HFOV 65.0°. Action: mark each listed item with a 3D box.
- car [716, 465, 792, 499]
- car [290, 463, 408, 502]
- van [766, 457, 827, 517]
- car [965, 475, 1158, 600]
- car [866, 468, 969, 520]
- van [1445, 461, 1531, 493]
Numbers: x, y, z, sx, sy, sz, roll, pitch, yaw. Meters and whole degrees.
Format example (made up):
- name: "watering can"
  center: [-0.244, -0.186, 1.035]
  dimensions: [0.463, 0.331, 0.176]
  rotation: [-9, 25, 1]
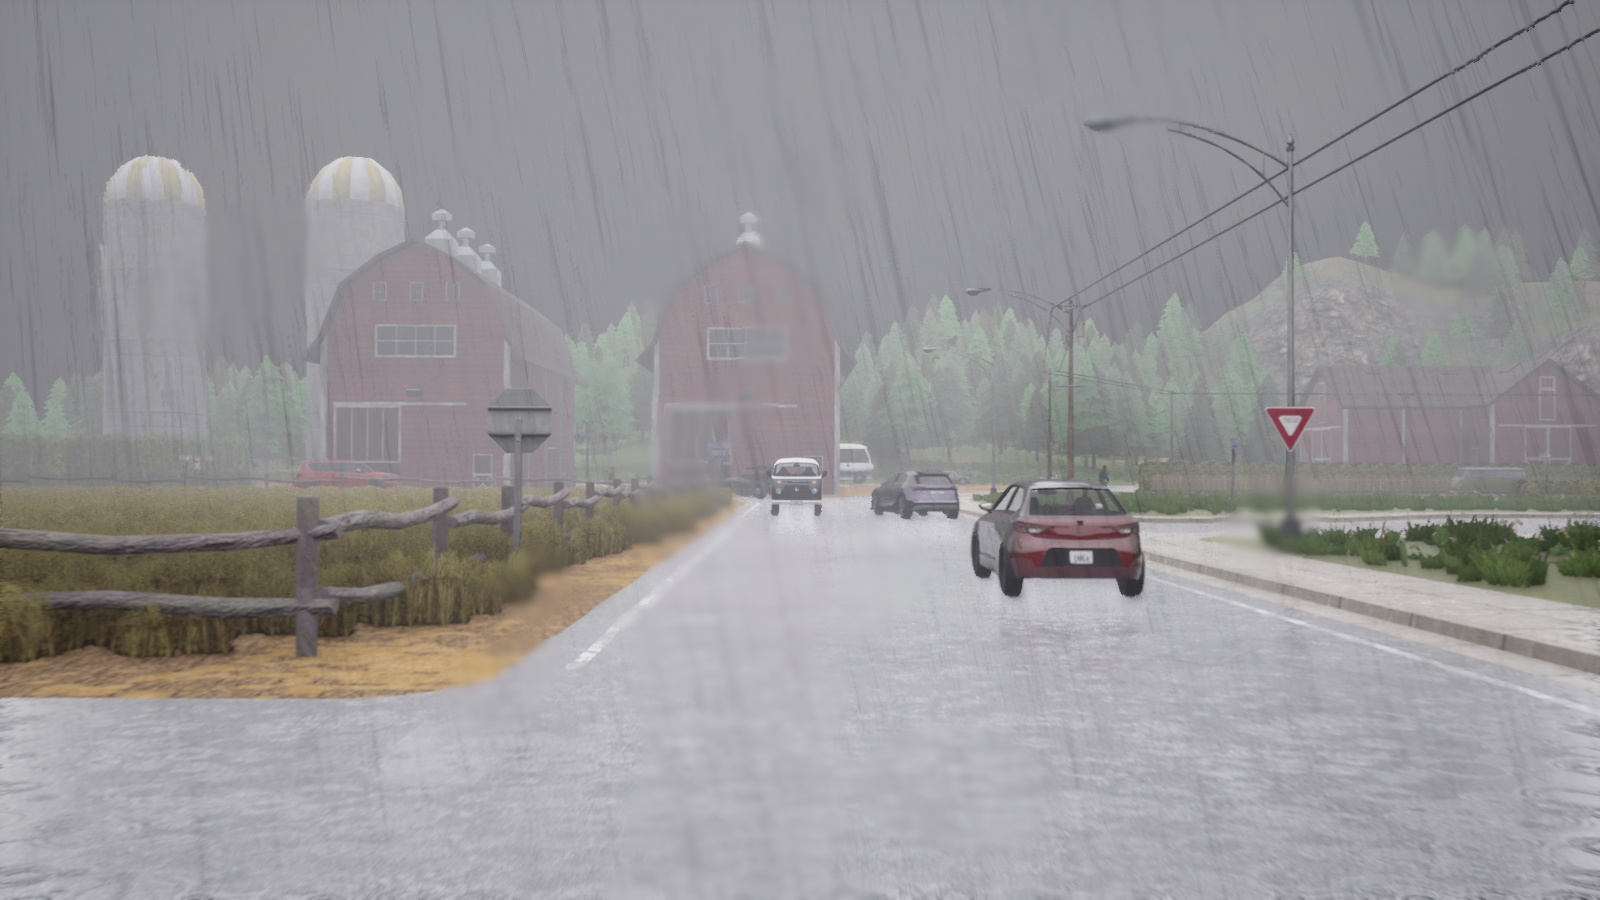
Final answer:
- name: "car"
  center: [-2.577, 1.783, 69.980]
  dimensions: [3.866, 1.878, 1.905]
  rotation: [-1, -1, 36]
- name: "car"
  center: [-24.238, 1.755, 67.631]
  dimensions: [5.566, 2.045, 2.150]
  rotation: [0, -1, -3]
- name: "van"
  center: [-0.111, 1.285, 44.865]
  dimensions: [2.069, 2.038, 4.480]
  rotation: [0, -1, 0]
- name: "car"
  center: [3.434, 1.102, 17.268]
  dimensions: [1.816, 1.474, 4.193]
  rotation: [0, -1, 1]
- name: "car"
  center: [3.907, 1.439, 42.697]
  dimensions: [2.033, 1.649, 4.856]
  rotation: [0, -1, -13]
- name: "van"
  center: [43.660, 1.719, 79.743]
  dimensions: [4.442, 1.987, 1.775]
  rotation: [0, -1, 0]
